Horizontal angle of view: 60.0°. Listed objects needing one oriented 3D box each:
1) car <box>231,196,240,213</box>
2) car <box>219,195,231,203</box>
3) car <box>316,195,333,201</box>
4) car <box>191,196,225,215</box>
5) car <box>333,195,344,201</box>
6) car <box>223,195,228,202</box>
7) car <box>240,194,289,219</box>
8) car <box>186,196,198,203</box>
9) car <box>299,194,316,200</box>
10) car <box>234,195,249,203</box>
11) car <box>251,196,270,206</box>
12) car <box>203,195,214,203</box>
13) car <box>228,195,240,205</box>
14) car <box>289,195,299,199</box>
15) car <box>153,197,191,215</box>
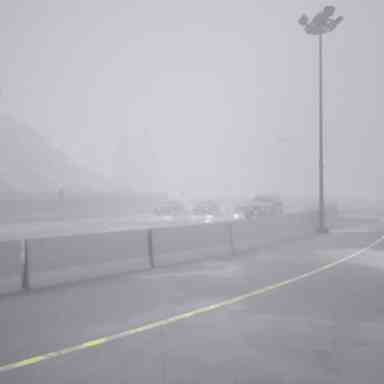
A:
[{"bbox_3d":[5.882,1.536,36.738,1.812,1.442,4.674,0,0,17],"label":"car"},{"bbox_3d":[6.990,1.517,71.211,1.837,1.490,4.892,0,0,-3],"label":"car"},{"bbox_3d":[27.948,1.267,72.535,2.033,1.411,5.357,0,0,-3],"label":"car"},{"bbox_3d":[1.633,1.536,35.016,1.837,1.490,4.892,1,0,21],"label":"car"},{"bbox_3d":[31.443,1.262,72.726,1.994,1.385,4.181,0,0,-3],"label":"car"},{"bbox_3d":[4.265,1.551,55.409,1.812,1.442,4.674,0,0,-2],"label":"car"},{"bbox_3d":[6.179,1.222,27.884,2.150,2.045,5.566,0,0,28],"label":"car"},{"bbox_3d":[-0.017,1.576,71.158,2.128,1.511,4.902,0,0,-3],"label":"car"},{"bbox_3d":[24.453,1.223,72.343,1.882,1.535,5.008,0,0,-3],"label":"car"},{"bbox_3d":[10.525,1.525,70.671,2.128,1.511,4.902,0,0,-3],"label":"car"},{"bbox_3d":[11.278,1.468,55.298,1.882,1.535,5.008,0,0,-2],"label":"car"},{"bbox_3d":[3.509,1.513,70.771,1.882,1.535,5.008,0,0,-3],"label":"car"},{"bbox_3d":[7.751,1.361,55.806,2.097,1.767,4.553,0,0,-3],"label":"car"},{"bbox_3d":[20.959,1.287,72.152,1.812,1.442,4.674,0,0,-3],"label":"car"},{"bbox_3d":[-2.261,1.555,34.909,1.837,1.490,4.892,1,1,24],"label":"car"}]
